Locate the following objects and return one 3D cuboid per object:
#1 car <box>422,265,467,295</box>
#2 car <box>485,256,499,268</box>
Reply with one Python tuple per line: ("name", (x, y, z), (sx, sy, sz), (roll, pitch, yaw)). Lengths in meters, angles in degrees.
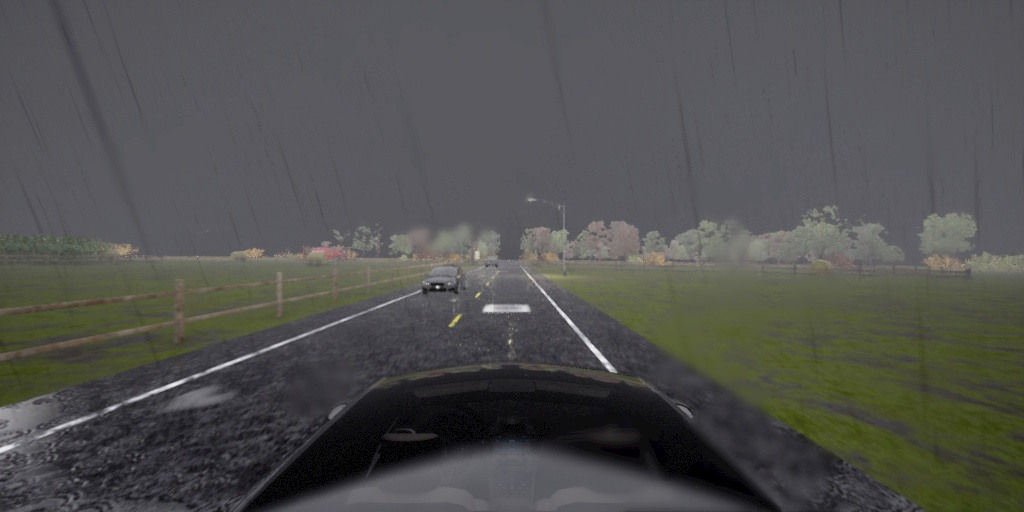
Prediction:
("car", (-3.593, 1.261, 19.745), (1.837, 1.490, 4.892), (0, 0, 0))
("car", (-3.509, 1.007, 62.521), (2.150, 2.045, 5.566), (0, 0, 1))
